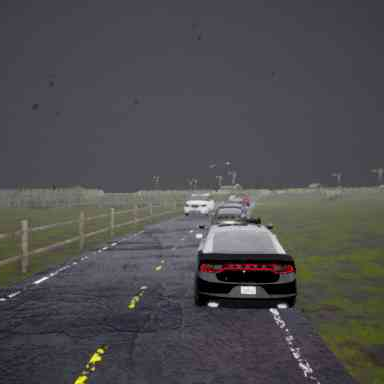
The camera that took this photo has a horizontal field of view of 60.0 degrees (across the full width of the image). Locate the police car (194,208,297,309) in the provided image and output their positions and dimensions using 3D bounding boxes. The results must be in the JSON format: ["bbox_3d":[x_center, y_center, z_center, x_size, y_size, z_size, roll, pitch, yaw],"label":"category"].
[{"bbox_3d":[1.098,1.423,8.093,1.930,1.638,5.238,0,0,4],"label":"police car"}]

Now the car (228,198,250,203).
[{"bbox_3d":[2.947,1.460,23.625,1.882,1.535,5.008,0,0,10],"label":"car"}]

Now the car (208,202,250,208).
[{"bbox_3d":[2.050,1.494,17.784,1.837,1.490,4.892,0,0,8],"label":"car"}]

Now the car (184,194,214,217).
[{"bbox_3d":[0.791,1.196,31.649,2.150,2.045,5.566,0,0,11],"label":"car"}]

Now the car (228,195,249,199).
[{"bbox_3d":[5.658,1.438,41.184,1.882,1.535,5.008,0,0,12],"label":"car"}]

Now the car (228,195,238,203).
[{"bbox_3d":[8.419,1.449,67.914,1.812,1.442,4.674,0,0,12],"label":"car"}]

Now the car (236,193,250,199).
[{"bbox_3d":[7.755,1.168,51.290,2.150,2.045,5.566,0,0,12],"label":"car"}]
